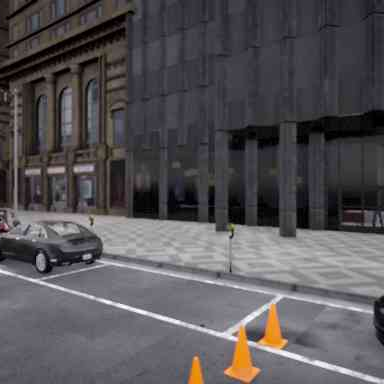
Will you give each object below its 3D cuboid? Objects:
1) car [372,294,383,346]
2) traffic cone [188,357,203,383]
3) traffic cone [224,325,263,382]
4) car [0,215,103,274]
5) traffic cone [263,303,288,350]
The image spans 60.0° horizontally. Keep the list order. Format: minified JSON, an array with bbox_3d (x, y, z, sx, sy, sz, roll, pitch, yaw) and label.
[{"bbox_3d":[4.553,1.566,3.828,4.313,1.339,1.947,0,0,36],"label":"car"},{"bbox_3d":[0.037,1.956,3.337,0.340,0.580,0.340,0,0,36],"label":"traffic cone"},{"bbox_3d":[0.621,1.956,4.148,0.340,0.580,0.340,0,0,36],"label":"traffic cone"},{"bbox_3d":[-4.663,1.553,10.460,4.403,1.369,2.008,0,0,36],"label":"car"},{"bbox_3d":[1.206,1.956,4.960,0.340,0.580,0.340,0,0,36],"label":"traffic cone"}]
